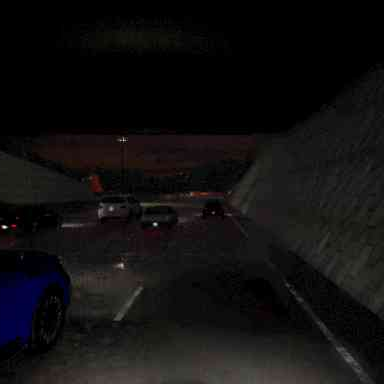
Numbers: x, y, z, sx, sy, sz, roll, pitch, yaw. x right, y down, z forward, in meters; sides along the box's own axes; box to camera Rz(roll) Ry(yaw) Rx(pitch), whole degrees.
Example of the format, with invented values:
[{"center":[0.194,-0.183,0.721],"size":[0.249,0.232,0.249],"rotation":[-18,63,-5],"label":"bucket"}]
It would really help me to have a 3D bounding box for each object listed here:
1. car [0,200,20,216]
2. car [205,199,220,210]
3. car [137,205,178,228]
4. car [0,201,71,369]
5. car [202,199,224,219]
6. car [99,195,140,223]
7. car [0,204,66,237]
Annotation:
[{"center":[-19.178,1.546,32.148],"size":[2.033,1.411,5.357],"rotation":[0,0,3],"label":"car"},{"center":[2.678,1.600,43.072],"size":[1.895,1.301,4.718],"rotation":[0,0,3],"label":"car"},{"center":[-2.034,1.600,21.935],"size":[1.895,1.301,4.718],"rotation":[0,0,3],"label":"car"},{"center":[-3.132,1.220,2.985],"size":[2.150,2.045,5.566],"rotation":[0,0,3],"label":"car"},{"center":[1.894,1.525,29.481],"size":[1.812,1.442,4.674],"rotation":[0,0,3],"label":"car"},{"center":[-5.343,1.221,25.377],"size":[2.150,2.045,5.566],"rotation":[0,0,3],"label":"car"},{"center":[-9.211,1.504,19.082],"size":[1.837,1.490,4.892],"rotation":[0,0,3],"label":"car"}]
